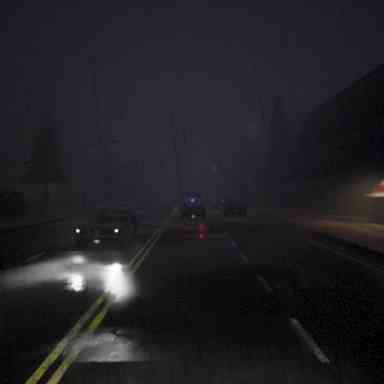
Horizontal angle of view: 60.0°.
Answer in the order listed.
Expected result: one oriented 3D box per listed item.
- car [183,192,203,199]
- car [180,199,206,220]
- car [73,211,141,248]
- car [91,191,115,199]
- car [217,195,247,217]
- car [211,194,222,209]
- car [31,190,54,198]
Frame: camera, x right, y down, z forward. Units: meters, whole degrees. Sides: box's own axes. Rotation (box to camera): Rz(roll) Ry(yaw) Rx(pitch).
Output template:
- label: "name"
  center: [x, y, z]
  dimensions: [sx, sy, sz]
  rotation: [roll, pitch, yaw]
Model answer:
- label: "car"
  center: [0.088, 0.996, 39.207]
  dimensions: [2.150, 2.045, 5.566]
  rotation: [0, 1, 0]
- label: "car"
  center: [0.091, 1.449, 26.279]
  dimensions: [1.895, 1.301, 4.718]
  rotation: [0, 0, 0]
- label: "car"
  center: [-3.522, 1.517, 14.547]
  dimensions: [1.895, 1.301, 4.718]
  rotation: [0, 0, 0]
- label: "car"
  center: [-21.499, 0.686, 81.182]
  dimensions: [4.605, 1.855, 1.932]
  rotation: [0, 0, 0]
- label: "car"
  center: [3.569, 1.309, 28.993]
  dimensions: [1.882, 1.535, 5.008]
  rotation: [0, 1, 0]
- label: "car"
  center: [3.547, 1.112, 41.264]
  dimensions: [2.097, 1.767, 4.553]
  rotation: [0, 0, 0]
- label: "car"
  center: [-38.910, 0.897, 86.788]
  dimensions: [3.806, 1.475, 1.970]
  rotation: [0, 0, 0]
